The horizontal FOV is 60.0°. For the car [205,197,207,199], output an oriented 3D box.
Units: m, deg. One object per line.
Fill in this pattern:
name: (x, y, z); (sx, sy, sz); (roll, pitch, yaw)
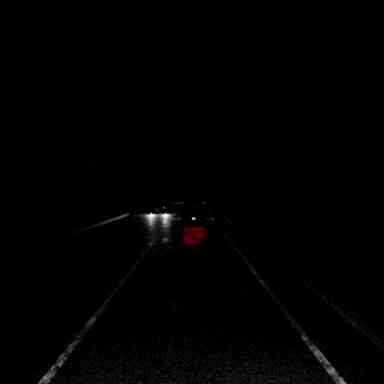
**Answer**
car: (2.145, 1.517, 77.441); (1.994, 1.385, 4.181); (-2, 0, 16)

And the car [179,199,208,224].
car: (0.111, 1.526, 24.768); (1.837, 1.490, 4.892); (0, 0, 0)

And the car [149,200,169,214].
car: (-3.524, 1.555, 36.066); (1.812, 1.442, 4.674); (0, 0, 1)

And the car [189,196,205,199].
car: (0.295, 1.379, 42.030); (2.097, 1.767, 4.553); (0, 0, 2)
